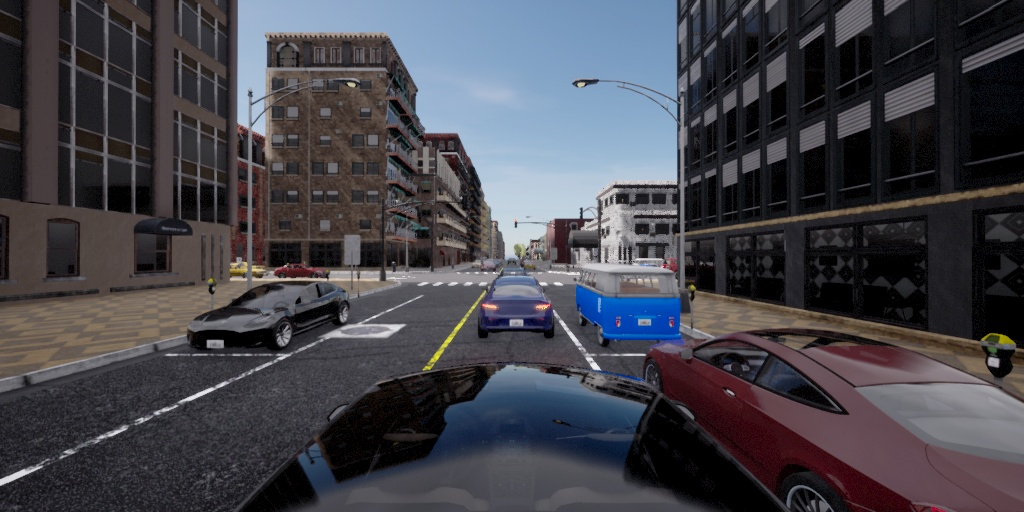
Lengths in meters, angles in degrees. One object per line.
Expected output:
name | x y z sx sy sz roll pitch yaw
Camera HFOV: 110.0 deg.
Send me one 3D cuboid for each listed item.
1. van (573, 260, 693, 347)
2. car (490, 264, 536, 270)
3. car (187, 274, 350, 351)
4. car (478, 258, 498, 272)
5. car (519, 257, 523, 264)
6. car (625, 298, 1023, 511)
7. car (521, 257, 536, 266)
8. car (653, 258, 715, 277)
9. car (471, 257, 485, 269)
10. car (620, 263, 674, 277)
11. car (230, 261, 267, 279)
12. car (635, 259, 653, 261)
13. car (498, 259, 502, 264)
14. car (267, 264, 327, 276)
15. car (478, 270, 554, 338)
van | 2.655 1.092 9.031 1.690 1.789 3.998 0 0 0
car | 0.088 1.317 18.482 1.994 1.385 4.181 0 0 0
car | -5.692 1.317 9.055 1.948 1.339 4.313 0 0 0
car | -3.041 1.300 45.748 1.812 1.442 4.674 0 0 -2
car | 2.674 1.380 64.896 1.802 1.307 4.207 0 0 0
car | 2.657 1.332 3.342 1.802 1.307 4.207 0 0 0
car | 2.677 1.309 53.987 1.751 1.417 4.829 0 0 0
car | 14.912 1.107 29.919 5.009 1.841 2.192 0 0 0
car | -5.706 1.316 59.183 1.751 1.417 4.829 0 0 0
car | 13.394 1.417 35.729 4.718 1.301 1.895 0 0 1
car | -22.967 1.215 29.818 4.829 1.417 1.751 0 0 0
car | 10.267 1.282 32.618 4.902 1.511 2.128 0 0 3
car | -3.091 1.341 61.482 2.033 1.411 5.357 0 0 0
car | -17.474 1.283 29.833 4.207 1.307 1.802 0 0 0
car | 0.099 1.277 10.031 1.812 1.442 4.674 0 0 0
